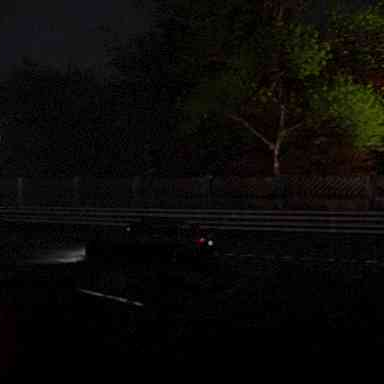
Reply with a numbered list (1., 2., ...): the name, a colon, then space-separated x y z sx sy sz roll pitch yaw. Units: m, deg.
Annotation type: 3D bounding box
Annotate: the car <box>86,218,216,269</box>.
1. car: -1.320 1.541 10.864 4.181 1.385 1.994 0 0 18
